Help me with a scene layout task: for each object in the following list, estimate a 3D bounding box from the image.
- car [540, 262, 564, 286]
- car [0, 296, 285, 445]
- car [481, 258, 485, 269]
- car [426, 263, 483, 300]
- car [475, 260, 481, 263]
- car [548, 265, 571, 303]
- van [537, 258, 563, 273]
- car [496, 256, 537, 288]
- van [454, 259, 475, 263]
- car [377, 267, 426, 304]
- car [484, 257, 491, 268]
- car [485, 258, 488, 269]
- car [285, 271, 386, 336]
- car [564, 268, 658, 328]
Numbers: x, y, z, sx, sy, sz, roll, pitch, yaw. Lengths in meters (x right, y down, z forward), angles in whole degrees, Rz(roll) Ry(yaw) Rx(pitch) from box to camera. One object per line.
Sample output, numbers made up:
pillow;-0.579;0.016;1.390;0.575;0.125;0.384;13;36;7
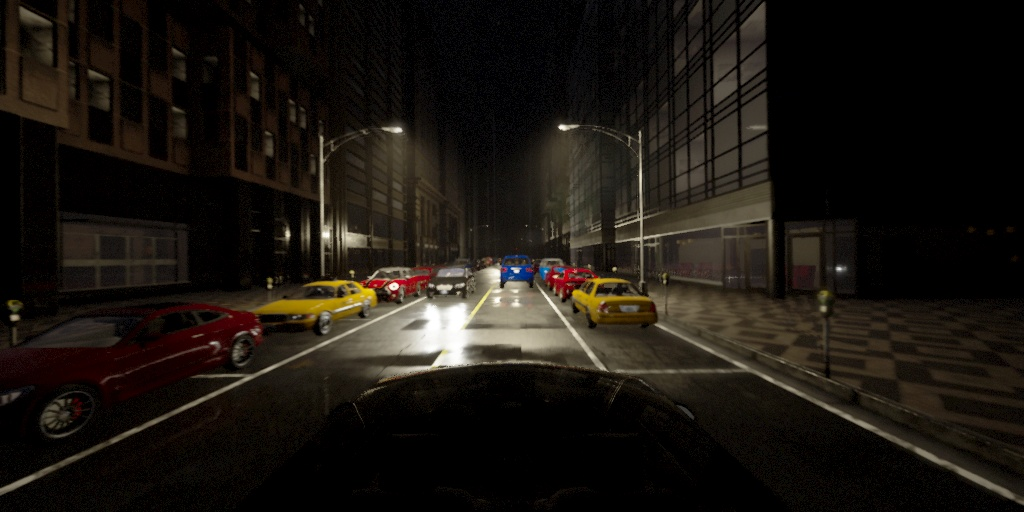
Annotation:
car;2.990;1.280;22.097;1.888;1.381;4.507;0;0;1
car;-5.686;1.406;5.360;1.802;1.307;4.207;0;0;1
car;-5.282;1.308;50.173;1.967;1.591;4.097;0;0;1
car;-2.908;1.295;18.000;2.128;1.511;4.902;-1;0;1
car;-5.332;1.445;44.571;1.802;1.307;4.207;0;0;1
car;2.940;1.275;16.495;1.888;1.381;4.507;0;0;1
van;3.041;1.082;27.698;1.690;1.789;3.998;0;0;1
car;0.317;0.994;24.284;2.150;2.045;5.566;-1;0;1
van;-5.383;1.198;38.970;1.690;1.789;3.998;0;0;1
car;-5.585;1.275;16.563;1.967;1.591;4.097;0;0;1
car;-5.180;1.320;61.376;1.967;1.591;4.097;0;0;1
car;-5.231;1.440;55.774;1.948;1.339;4.313;0;0;1
car;-5.637;1.355;10.792;1.751;1.417;4.829;0;0;1
car;2.891;1.250;11.063;1.751;1.417;4.829;0;0;1
